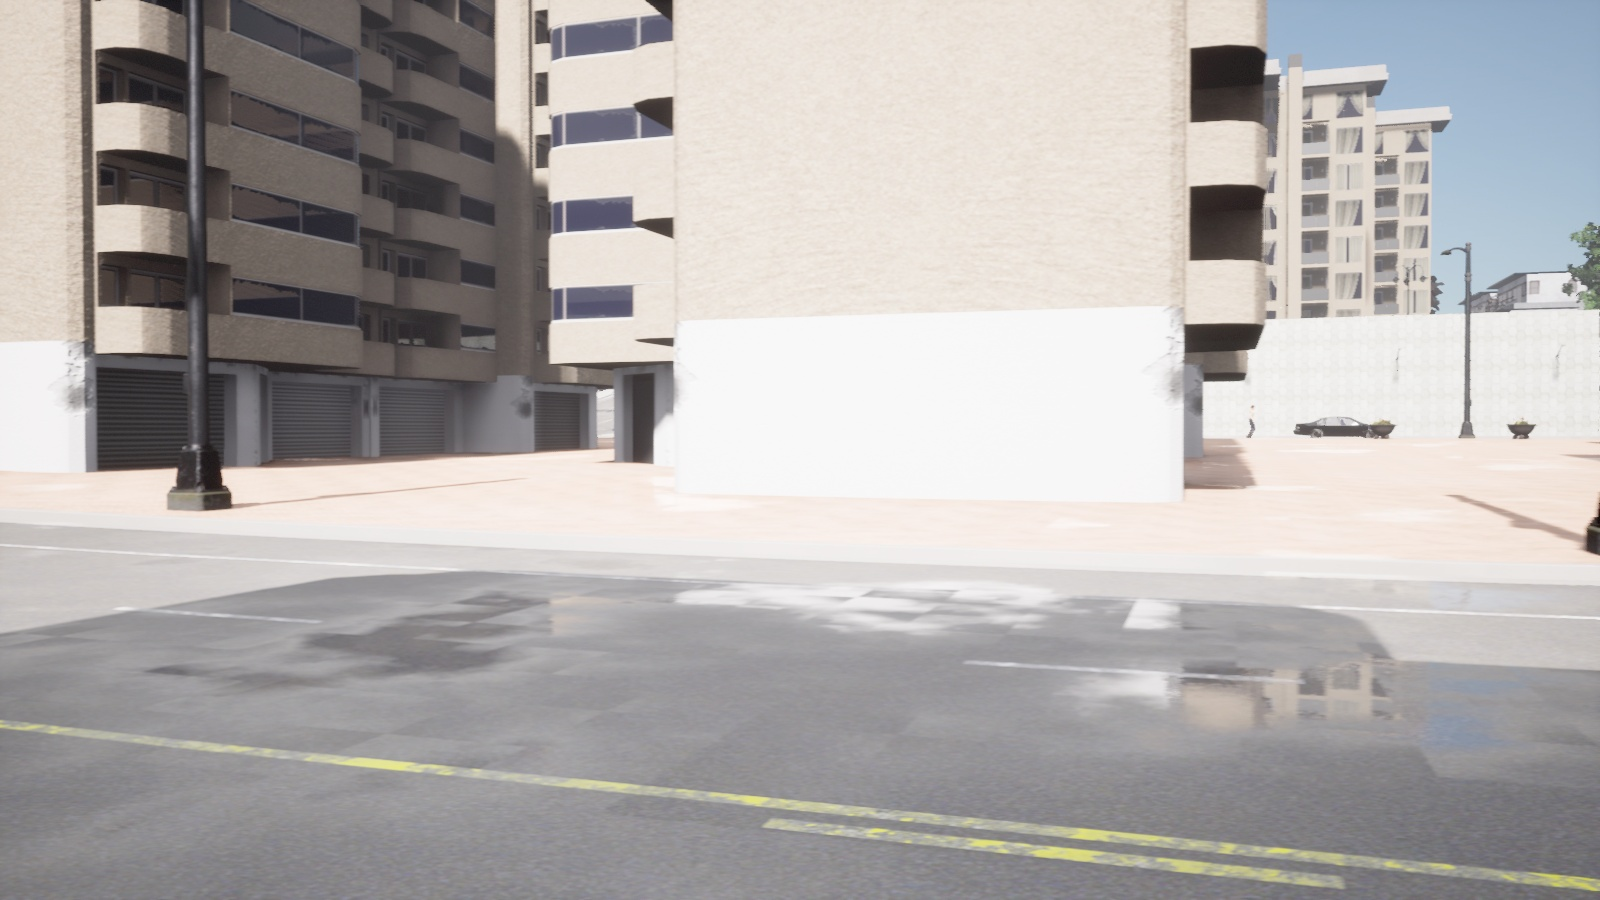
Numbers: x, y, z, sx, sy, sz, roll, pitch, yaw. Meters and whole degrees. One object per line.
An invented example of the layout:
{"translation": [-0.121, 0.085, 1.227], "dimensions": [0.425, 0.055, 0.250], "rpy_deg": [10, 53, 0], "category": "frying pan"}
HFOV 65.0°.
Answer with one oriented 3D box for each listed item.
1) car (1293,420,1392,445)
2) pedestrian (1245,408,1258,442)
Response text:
{"translation": [32.656, -1.060, 75.787], "dimensions": [5.357, 1.411, 2.033], "rpy_deg": [1, 1, 20], "category": "car"}
{"translation": [24.604, -1.381, 68.454], "dimensions": [0.594, 1.836, 0.345], "rpy_deg": [1, 1, 16], "category": "pedestrian"}
